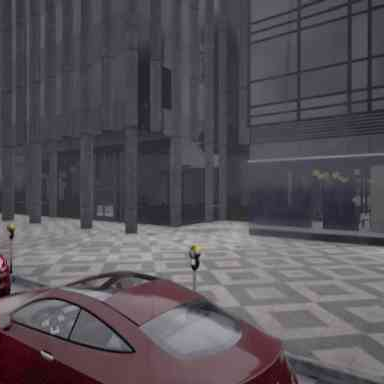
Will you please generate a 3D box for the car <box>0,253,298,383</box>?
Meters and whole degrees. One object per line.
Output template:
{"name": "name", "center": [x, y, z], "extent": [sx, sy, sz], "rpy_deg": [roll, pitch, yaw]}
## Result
{"name": "car", "center": [-1.011, 1.577, 3.682], "extent": [4.206, 1.307, 1.802], "rpy_deg": [0, 0, 35]}
